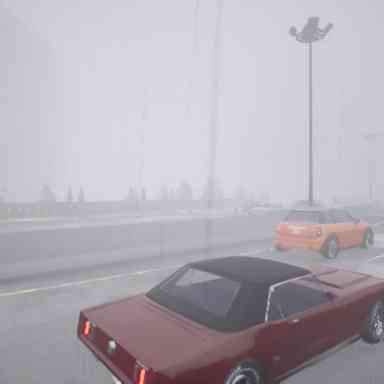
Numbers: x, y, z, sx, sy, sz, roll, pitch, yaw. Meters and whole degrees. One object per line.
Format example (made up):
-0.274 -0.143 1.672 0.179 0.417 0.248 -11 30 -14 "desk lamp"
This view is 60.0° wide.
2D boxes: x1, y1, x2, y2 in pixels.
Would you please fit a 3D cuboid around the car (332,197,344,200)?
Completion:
28.019 1.615 63.727 1.812 1.442 4.674 0 0 15 "car"

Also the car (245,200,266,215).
7.051 1.655 30.248 1.895 1.301 4.718 0 0 39 "car"

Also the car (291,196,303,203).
22.779 1.615 72.511 1.837 1.490 4.892 0 0 10 "car"

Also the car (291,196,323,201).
9.653 1.397 28.007 2.097 1.767 4.553 0 0 39 "car"

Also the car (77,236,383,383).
1.014 1.610 4.717 4.718 1.301 1.895 0 0 -37 "car"

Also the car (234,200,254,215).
6.159 1.557 34.848 2.128 1.511 4.902 0 0 37 "car"

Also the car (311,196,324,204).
25.125 1.579 66.587 1.882 1.535 5.008 0 0 15 "car"

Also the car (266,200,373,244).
5.187 1.372 12.872 4.553 1.767 2.097 0 0 -42 "car"
